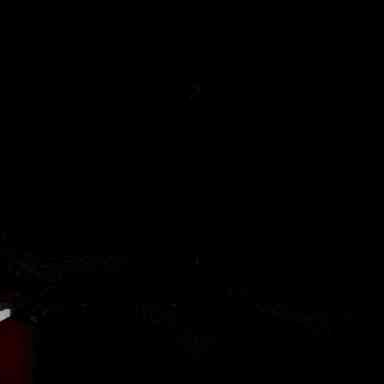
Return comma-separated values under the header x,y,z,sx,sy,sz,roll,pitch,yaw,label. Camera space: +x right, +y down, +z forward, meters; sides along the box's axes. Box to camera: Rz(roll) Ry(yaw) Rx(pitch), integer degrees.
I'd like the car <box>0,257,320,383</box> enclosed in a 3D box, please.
x,y,z,sx,sy,sz,roll,pitch,yaw,label
-0.962,1.549,3.758,4.507,1.381,1.887,0,0,35,car
